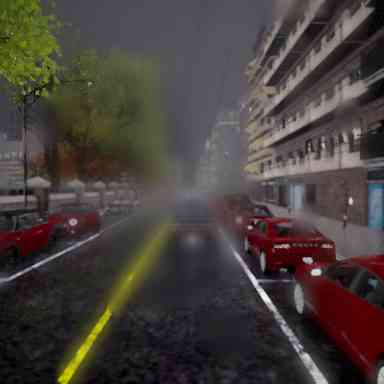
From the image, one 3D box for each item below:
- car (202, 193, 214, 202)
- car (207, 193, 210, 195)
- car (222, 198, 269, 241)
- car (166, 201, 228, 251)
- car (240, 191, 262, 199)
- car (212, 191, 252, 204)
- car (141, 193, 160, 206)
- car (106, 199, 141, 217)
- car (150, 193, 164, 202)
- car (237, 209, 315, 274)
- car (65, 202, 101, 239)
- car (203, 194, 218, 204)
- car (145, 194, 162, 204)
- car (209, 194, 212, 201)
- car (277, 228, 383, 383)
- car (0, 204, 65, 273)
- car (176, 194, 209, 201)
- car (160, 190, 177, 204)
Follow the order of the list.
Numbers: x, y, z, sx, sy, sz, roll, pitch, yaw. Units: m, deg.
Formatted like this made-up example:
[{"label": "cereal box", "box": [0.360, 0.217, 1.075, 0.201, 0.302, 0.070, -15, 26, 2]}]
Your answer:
[{"label": "car", "box": [2.690, 0.875, 55.194, 1.752, 1.417, 4.829, 0, 1, 0]}, {"label": "car", "box": [2.690, 0.918, 43.762, 1.967, 1.590, 4.097, 0, 1, 0]}, {"label": "car", "box": [2.689, 1.250, 15.613, 1.967, 1.590, 4.097, 0, 1, 0]}, {"label": "car", "box": [0.047, 1.329, 13.308, 2.128, 1.511, 4.902, 0, 1, 1]}, {"label": "car", "box": [14.618, 0.643, 82.015, 5.009, 1.841, 2.192, 1, 0, 0]}, {"label": "car", "box": [2.689, 1.057, 21.241, 2.192, 1.841, 5.009, 0, 1, 0]}, {"label": "car", "box": [-5.690, 1.005, 43.593, 1.752, 1.417, 4.829, 0, 1, 0]}, {"label": "car", "box": [-5.690, 1.226, 26.874, 2.008, 1.369, 4.403, 0, 1, 0]}, {"label": "car", "box": [-5.690, 0.878, 54.853, 1.752, 1.417, 4.829, 0, 1, 0]}, {"label": "car", "box": [2.689, 1.422, 9.985, 1.887, 1.381, 4.507, 0, 1, 0]}, {"label": "car", "box": [-5.691, 1.250, 15.612, 1.967, 1.590, 4.097, 0, 1, 0]}, {"label": "car", "box": [2.691, 0.980, 49.394, 1.947, 1.339, 4.313, 0, 1, 0]}, {"label": "car", "box": [-5.690, 0.965, 49.393, 2.008, 1.369, 4.403, 0, 1, 0]}, {"label": "car", "box": [2.690, 1.115, 26.873, 1.967, 1.590, 4.097, 0, 1, 0]}, {"label": "car", "box": [2.690, 1.490, 4.355, 1.887, 1.381, 4.507, 0, 1, 0]}, {"label": "car", "box": [-5.691, 1.317, 9.984, 1.967, 1.590, 4.097, 0, 1, 0]}, {"label": "car", "box": [0.048, 1.150, 28.306, 2.128, 1.511, 4.902, 0, 1, 1]}, {"label": "car", "box": [-3.085, 0.765, 49.381, 2.097, 1.767, 4.553, 0, 1, 0]}]
